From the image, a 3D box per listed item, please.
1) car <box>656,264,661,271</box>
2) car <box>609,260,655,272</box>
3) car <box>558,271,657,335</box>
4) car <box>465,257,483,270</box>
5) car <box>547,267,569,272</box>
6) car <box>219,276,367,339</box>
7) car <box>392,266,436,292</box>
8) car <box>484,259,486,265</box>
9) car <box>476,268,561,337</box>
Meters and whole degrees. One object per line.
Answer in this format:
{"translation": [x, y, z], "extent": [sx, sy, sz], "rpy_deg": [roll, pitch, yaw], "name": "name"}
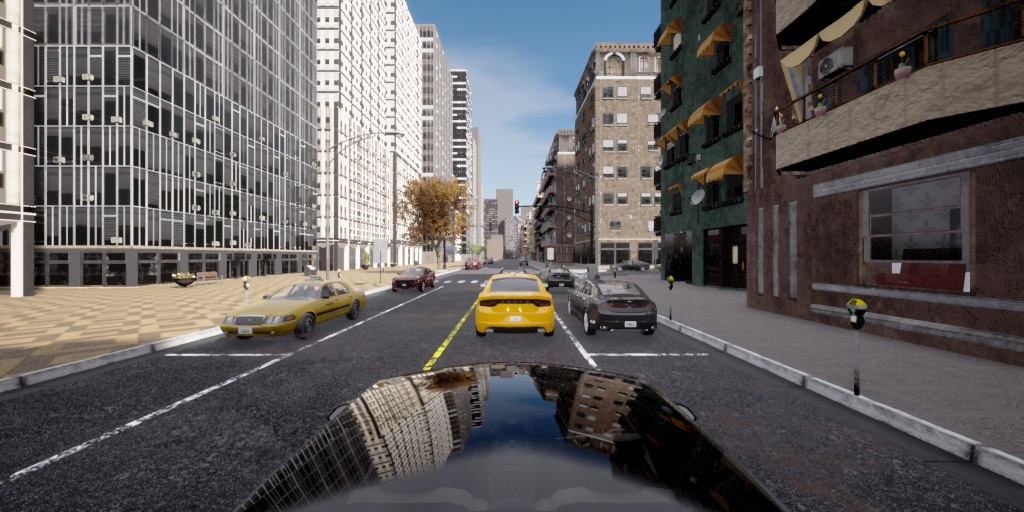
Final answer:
{"translation": [18.743, 1.006, 40.841], "extent": [4.829, 1.417, 1.751], "rpy_deg": [0, 0, -1], "name": "car"}
{"translation": [13.346, 1.109, 40.774], "extent": [4.403, 1.370, 2.007], "rpy_deg": [0, 0, -1], "name": "car"}
{"translation": [2.669, 1.301, 10.268], "extent": [2.007, 1.370, 4.403], "rpy_deg": [0, 0, 0], "name": "car"}
{"translation": [-5.810, 1.099, 53.702], "extent": [2.192, 1.841, 5.009], "rpy_deg": [0, 0, 0], "name": "car"}
{"translation": [2.644, 1.305, 21.333], "extent": [2.007, 1.370, 4.403], "rpy_deg": [0, 0, 0], "name": "car"}
{"translation": [-5.710, 1.276, 10.079], "extent": [1.751, 1.417, 4.829], "rpy_deg": [0, 0, 0], "name": "car"}
{"translation": [-5.736, 1.300, 21.314], "extent": [1.888, 1.381, 4.507], "rpy_deg": [0, 0, 0], "name": "car"}
{"translation": [-5.823, 1.357, 59.225], "extent": [1.948, 1.339, 4.313], "rpy_deg": [0, 0, 0], "name": "car"}
{"translation": [0.069, 1.228, 10.360], "extent": [1.882, 1.535, 5.008], "rpy_deg": [0, 0, 0], "name": "car"}
